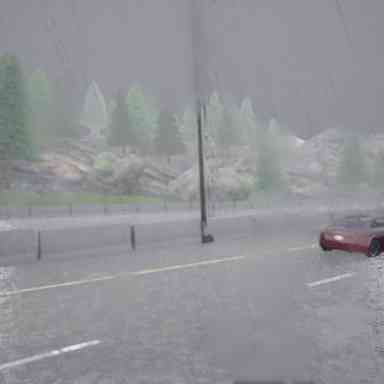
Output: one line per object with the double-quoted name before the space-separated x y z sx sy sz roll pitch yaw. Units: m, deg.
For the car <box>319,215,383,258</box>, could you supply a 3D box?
"car" 6.827 1.586 12.918 4.181 1.385 1.994 0 0 -36
